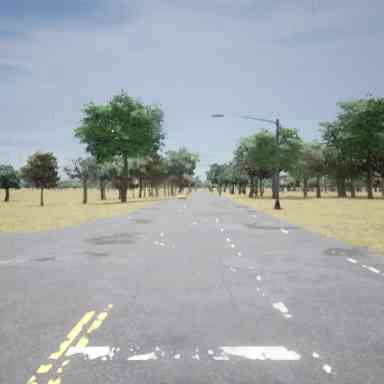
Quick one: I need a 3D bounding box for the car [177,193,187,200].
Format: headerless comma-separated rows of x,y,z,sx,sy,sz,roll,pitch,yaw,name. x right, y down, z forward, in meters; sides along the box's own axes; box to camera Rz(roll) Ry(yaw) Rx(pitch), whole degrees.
-2.076,0.920,68.468,1.882,1.535,5.008,0,1,2,car
